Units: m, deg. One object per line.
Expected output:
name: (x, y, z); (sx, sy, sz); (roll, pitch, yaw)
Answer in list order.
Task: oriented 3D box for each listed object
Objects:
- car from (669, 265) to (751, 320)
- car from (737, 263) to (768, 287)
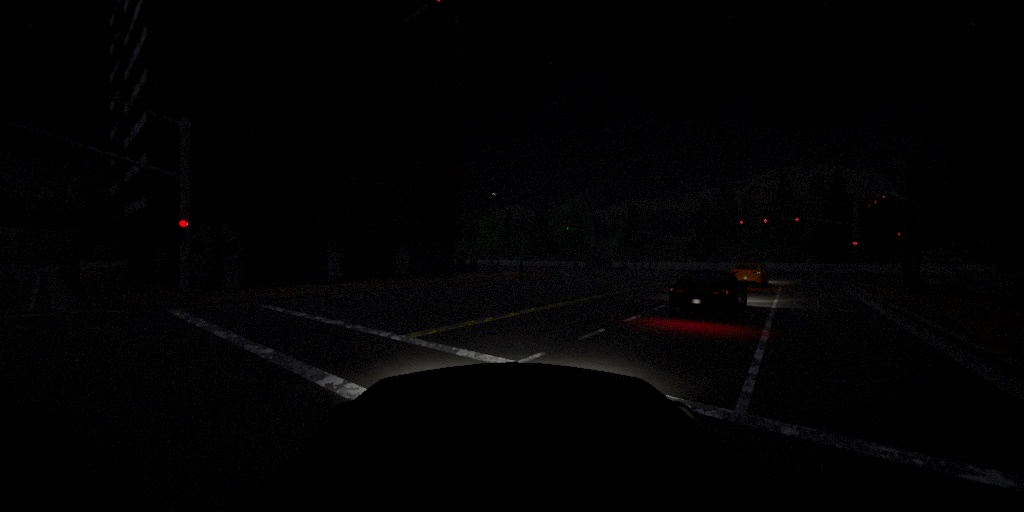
car: (7.120, 1.234, 12.849); (1.882, 1.535, 5.008); (0, 0, 38)
car: (16.315, 1.234, 24.701); (1.882, 1.535, 5.008); (0, 0, 38)
